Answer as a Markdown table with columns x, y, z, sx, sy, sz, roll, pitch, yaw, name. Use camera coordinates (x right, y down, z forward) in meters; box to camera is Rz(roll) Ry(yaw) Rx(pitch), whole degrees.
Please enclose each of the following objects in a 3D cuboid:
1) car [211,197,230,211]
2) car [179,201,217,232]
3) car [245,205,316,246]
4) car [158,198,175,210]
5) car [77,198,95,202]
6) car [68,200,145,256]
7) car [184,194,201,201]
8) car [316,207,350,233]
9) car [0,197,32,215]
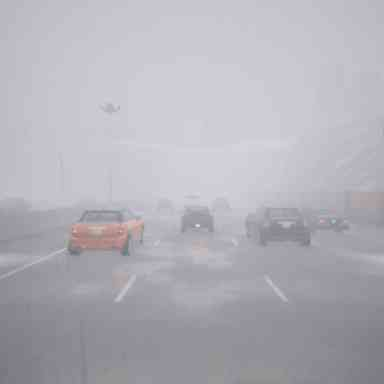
| x | y | z | sx | sy | sz | roll | pitch | yaw | name |
| --- | --- | --- | --- | --- | --- | --- | --- | --- | --- |
| 3.624 | 1.431 | 43.072 | 2.097 | 1.767 | 4.553 | 0 | 0 | 0 | car |
| 0.293 | 1.541 | 20.458 | 1.837 | 1.490 | 4.892 | 0 | 0 | -1 | car |
| 3.796 | 1.384 | 15.498 | 2.097 | 1.767 | 4.553 | 0 | 0 | 0 | car |
| -3.382 | 1.576 | 43.655 | 1.837 | 1.490 | 4.892 | 0 | 0 | 0 | car |
| -14.037 | 1.546 | 44.258 | 2.128 | 1.511 | 4.902 | 0 | 0 | 0 | car |
| -3.201 | 1.370 | 13.339 | 2.097 | 1.767 | 4.553 | 0 | 0 | 0 | car |
| 0.094 | 1.301 | 45.588 | 2.150 | 2.045 | 5.566 | 0 | 0 | 0 | car |
| 7.356 | 1.593 | 19.860 | 2.033 | 1.411 | 5.357 | 0 | 0 | -1 | car |
| -17.485 | 1.507 | 32.364 | 1.882 | 1.535 | 5.008 | 0 | 0 | 0 | car |
